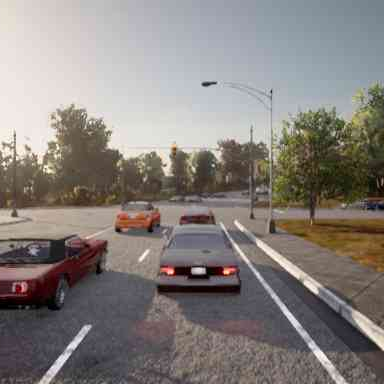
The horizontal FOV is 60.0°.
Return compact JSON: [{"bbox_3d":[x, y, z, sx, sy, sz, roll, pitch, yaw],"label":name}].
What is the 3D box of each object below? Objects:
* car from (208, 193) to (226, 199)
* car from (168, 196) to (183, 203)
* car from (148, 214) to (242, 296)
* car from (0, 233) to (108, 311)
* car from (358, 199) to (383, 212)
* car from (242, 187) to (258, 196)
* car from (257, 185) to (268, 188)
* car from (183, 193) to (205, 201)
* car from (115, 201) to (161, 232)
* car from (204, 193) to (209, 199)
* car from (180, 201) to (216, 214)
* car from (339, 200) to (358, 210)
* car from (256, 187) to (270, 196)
[{"bbox_3d":[6.140,0.861,77.106,1.895,1.301,4.718,0,3,26],"label":"car"},{"bbox_3d":[-2.807,1.434,64.832,2.033,1.411,5.357,0,2,19],"label":"car"},{"bbox_3d":[0.143,1.546,8.803,2.033,1.411,5.357,0,0,0],"label":"car"},{"bbox_3d":[-3.371,1.598,7.684,1.895,1.301,4.718,0,0,0],"label":"car"},{"bbox_3d":[21.839,1.492,37.399,4.718,1.301,1.895,-1,0,4],"label":"car"},{"bbox_3d":[14.325,0.149,84.720,2.128,1.511,4.902,0,3,33],"label":"car"},{"bbox_3d":[20.017,-0.886,93.196,2.150,2.045,5.566,0,3,38],"label":"car"},{"bbox_3d":[0.460,1.453,63.478,1.994,1.385,4.181,0,2,19],"label":"car"},{"bbox_3d":[-3.139,1.371,20.118,2.097,1.767,4.553,0,0,2],"label":"car"},{"bbox_3d":[3.136,0.848,78.919,1.895,1.301,4.718,0,3,26],"label":"car"},{"bbox_3d":[0.330,1.493,18.550,1.882,1.535,5.008,0,0,2],"label":"car"},{"bbox_3d":[20.702,1.526,40.975,4.718,1.301,1.895,-1,0,4],"label":"car"},{"bbox_3d":[17.865,0.153,83.795,1.895,1.301,4.718,0,3,33],"label":"car"}]
